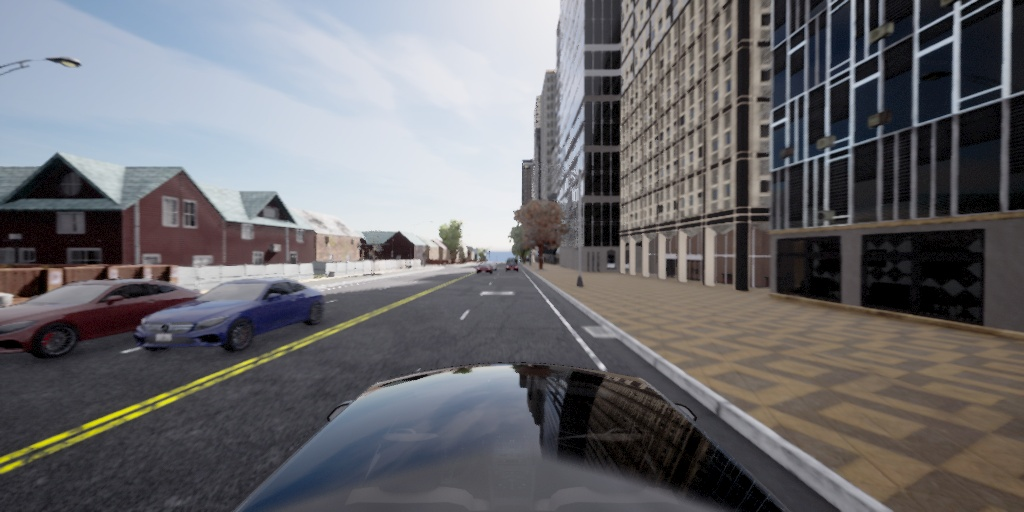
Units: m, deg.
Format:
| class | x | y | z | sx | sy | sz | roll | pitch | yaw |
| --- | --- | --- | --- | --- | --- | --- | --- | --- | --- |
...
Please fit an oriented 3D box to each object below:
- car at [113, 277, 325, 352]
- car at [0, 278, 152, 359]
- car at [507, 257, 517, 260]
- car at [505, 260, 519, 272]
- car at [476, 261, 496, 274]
| class | x | y | z | sx | sy | sz | roll | pitch | yaw |
| --- | --- | --- | --- | --- | --- | --- | --- | --- | --- |
| car | -6.569 | 1.296 | 9.107 | 1.812 | 1.442 | 4.674 | 0 | 0 | 0 |
| car | -9.818 | 1.295 | 8.621 | 1.812 | 1.442 | 4.674 | 0 | 0 | 0 |
| car | 0.000 | 1.216 | 59.689 | 2.150 | 2.045 | 5.566 | 0 | 0 | 0 |
| car | 0.001 | 1.543 | 50.105 | 1.895 | 1.301 | 4.718 | 0 | 0 | 0 |
| car | -3.249 | 1.510 | 43.401 | 1.895 | 1.301 | 4.718 | 0 | 0 | 0 |
